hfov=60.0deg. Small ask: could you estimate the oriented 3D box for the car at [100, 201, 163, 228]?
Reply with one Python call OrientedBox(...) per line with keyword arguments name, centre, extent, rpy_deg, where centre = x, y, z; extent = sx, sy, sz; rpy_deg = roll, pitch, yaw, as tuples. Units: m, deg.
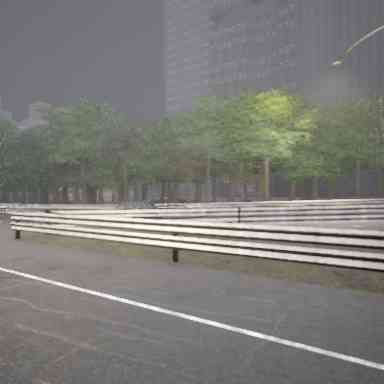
OrientedBox(name="car", centre=(-4.356, 1.426, 22.517), extent=(4.553, 1.767, 2.097), rpy_deg=(-1, -1, 13))
